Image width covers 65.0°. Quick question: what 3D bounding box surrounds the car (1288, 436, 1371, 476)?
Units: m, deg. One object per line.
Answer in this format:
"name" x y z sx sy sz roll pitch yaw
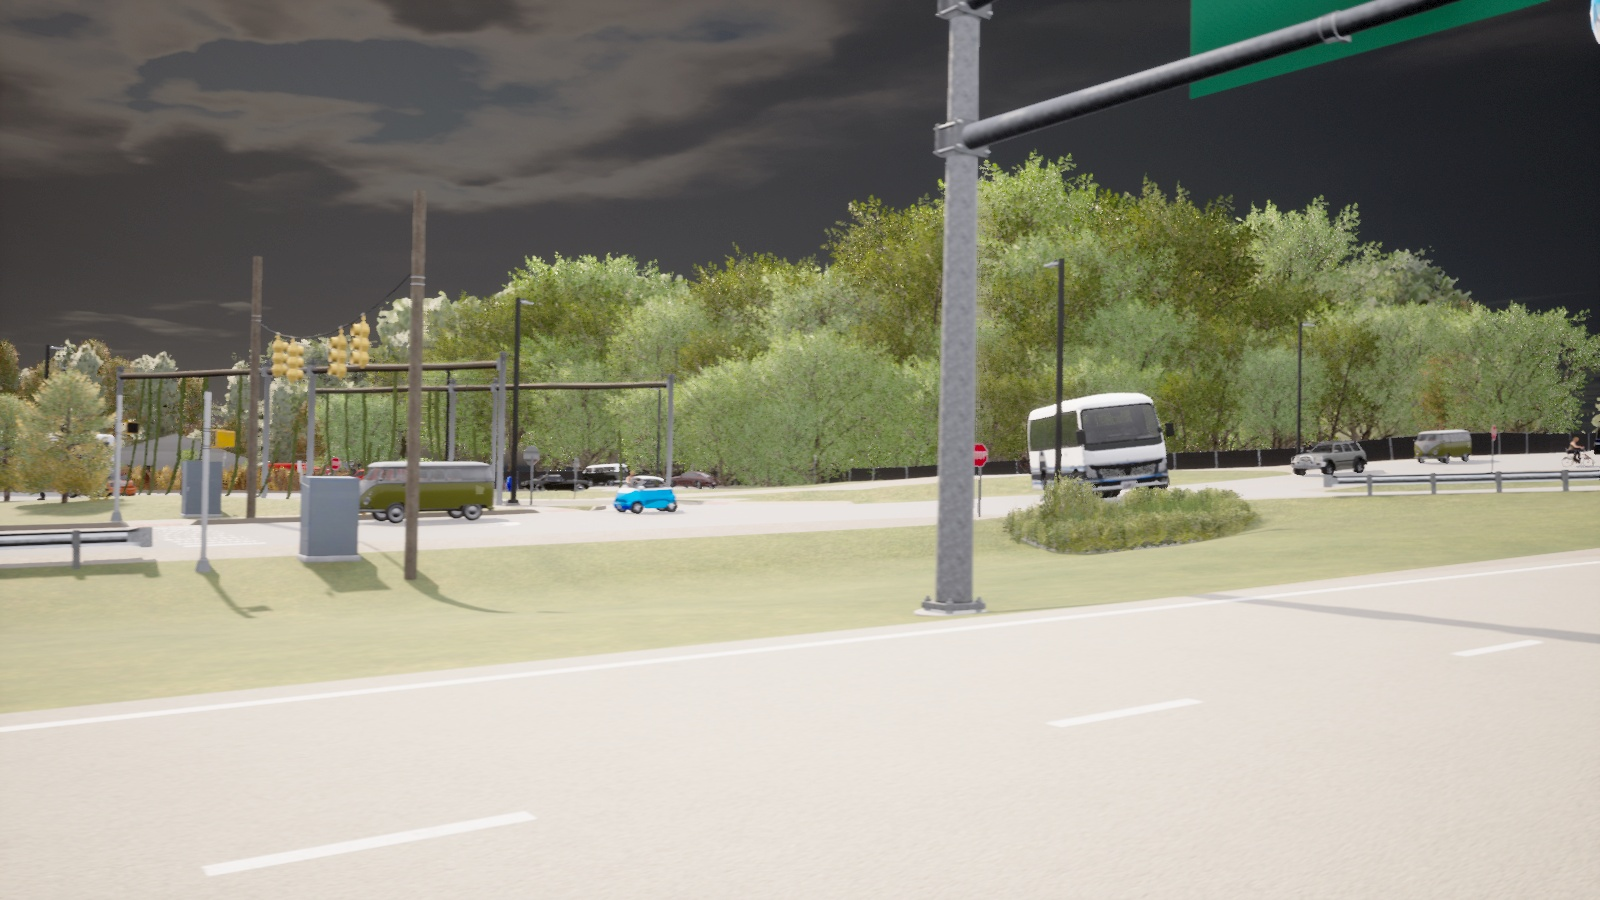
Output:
"car" 28.817 0.308 68.359 4.605 1.855 1.932 -4 2 -35

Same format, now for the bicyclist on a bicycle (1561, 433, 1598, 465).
"bicyclist on a bicycle" 41.000 -0.062 66.088 1.509 1.612 0.866 -1 1 41

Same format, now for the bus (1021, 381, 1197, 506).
"bus" 12.373 -0.111 51.691 3.944 4.253 10.273 -6 -1 -2

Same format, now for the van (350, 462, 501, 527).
"van" -12.420 1.421 41.732 4.442 1.987 1.775 -1 0 -36

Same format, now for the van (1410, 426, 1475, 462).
"van" 38.737 -0.370 75.691 4.442 1.987 1.775 -3 2 -39

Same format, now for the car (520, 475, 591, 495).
"car" -17.511 2.499 89.961 4.718 1.301 1.895 0 -1 -26

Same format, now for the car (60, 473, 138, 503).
"car" -45.822 2.461 82.123 4.553 1.767 2.097 1 0 23

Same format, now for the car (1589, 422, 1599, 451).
"car" 53.465 -0.906 82.007 3.866 1.878 1.905 -2 1 -35

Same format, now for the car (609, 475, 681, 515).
"car" -5.728 1.662 46.440 2.207 1.376 1.481 -1 0 -34
